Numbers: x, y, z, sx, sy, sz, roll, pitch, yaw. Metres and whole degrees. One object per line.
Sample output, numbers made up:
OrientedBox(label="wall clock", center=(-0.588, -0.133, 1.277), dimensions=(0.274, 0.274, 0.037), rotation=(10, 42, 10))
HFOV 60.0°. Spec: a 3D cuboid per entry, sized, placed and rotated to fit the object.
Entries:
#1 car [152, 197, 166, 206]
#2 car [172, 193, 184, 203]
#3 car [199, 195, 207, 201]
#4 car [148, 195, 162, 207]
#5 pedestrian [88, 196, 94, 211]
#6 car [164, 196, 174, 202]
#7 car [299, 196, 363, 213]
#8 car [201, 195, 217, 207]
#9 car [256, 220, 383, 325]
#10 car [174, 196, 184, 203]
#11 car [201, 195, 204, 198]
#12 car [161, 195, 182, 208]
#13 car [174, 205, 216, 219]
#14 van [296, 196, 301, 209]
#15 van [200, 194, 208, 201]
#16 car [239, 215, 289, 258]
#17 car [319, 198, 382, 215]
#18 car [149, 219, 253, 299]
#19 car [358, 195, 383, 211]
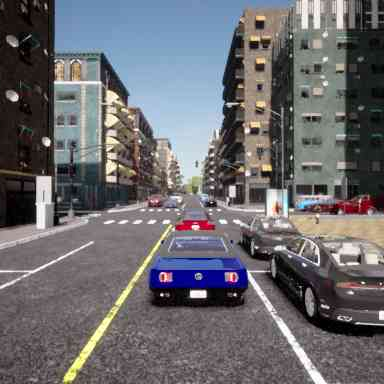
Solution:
OrientedBox(label="car", center=(-5.492, 1.566, 56.400), dimensions=(1.887, 1.381, 4.507), rotation=(1, 0, 0))
OrientedBox(label="car", center=(-2.869, 1.247, 60.703), dimensions=(2.150, 2.045, 5.566), rotation=(0, 0, 1))
OrientedBox(label="car", center=(2.999, 1.582, 89.758), dimensions=(1.887, 1.381, 4.507), rotation=(1, 0, 0))
OrientedBox(label="car", center=(-5.507, 1.334, 50.829), dimensions=(2.192, 1.841, 5.009), rotation=(1, 0, 0))
OrientedBox(label="pedestrian", center=(-12.393, 1.347, 40.777), dimensions=(0.375, 1.860, 0.375), rotation=(0, 0, 1))
OrientedBox(label="car", center=(-5.418, 1.597, 78.684), dimensions=(1.947, 1.339, 4.313), rotation=(1, 0, 0))
OrientedBox(label="car", center=(14.521, 1.459, 34.954), dimensions=(5.357, 1.411, 2.033), rotation=(0, -1, 1))
OrientedBox(label="car", center=(2.869, 1.585, 50.761), dimensions=(1.947, 1.339, 4.313), rotation=(1, 0, 0))
OrientedBox(label="car", center=(2.854, 1.553, 6.998), dimensions=(2.008, 1.369, 4.403), rotation=(1, 0, 0))
OrientedBox(label="car", center=(-2.762, 1.581, 71.802), dimensions=(1.994, 1.385, 4.181), rotation=(0, 0, 0))
OrientedBox(label="car", center=(2.888, 1.603, 56.332), dimensions=(1.802, 1.307, 4.206), rotation=(1, 0, 0))
OrientedBox(label="car", center=(-2.940, 1.565, 48.751), dimensions=(2.033, 1.411, 5.357), rotation=(0, 0, 1))
OrientedBox(label="car", center=(0.152, 1.570, 17.249), dimensions=(1.994, 1.385, 4.181), rotation=(0, 0, 0))
OrientedBox(label="van", center=(13.888, 1.296, 37.544), dimensions=(3.998, 1.788, 1.690), rotation=(0, 0, 1))
OrientedBox(label="van", center=(2.965, 1.373, 78.618), dimensions=(1.690, 1.788, 3.998), rotation=(1, 0, 0))
OrientedBox(label="car", center=(2.872, 1.555, 12.568), dimensions=(2.008, 1.369, 4.403), rotation=(1, 0, 0))
OrientedBox(label="car", center=(13.800, 1.413, 29.163), dimensions=(4.206, 1.307, 1.802), rotation=(0, 0, 1))
OrientedBox(label="car", center=(0.127, 1.603, 8.386), dimensions=(1.895, 1.301, 4.718), rotation=(0, 0, 0))
OrientedBox(label="car", center=(19.415, 1.228, 37.487), dimensions=(5.009, 1.841, 2.192), rotation=(0, 0, 1))
